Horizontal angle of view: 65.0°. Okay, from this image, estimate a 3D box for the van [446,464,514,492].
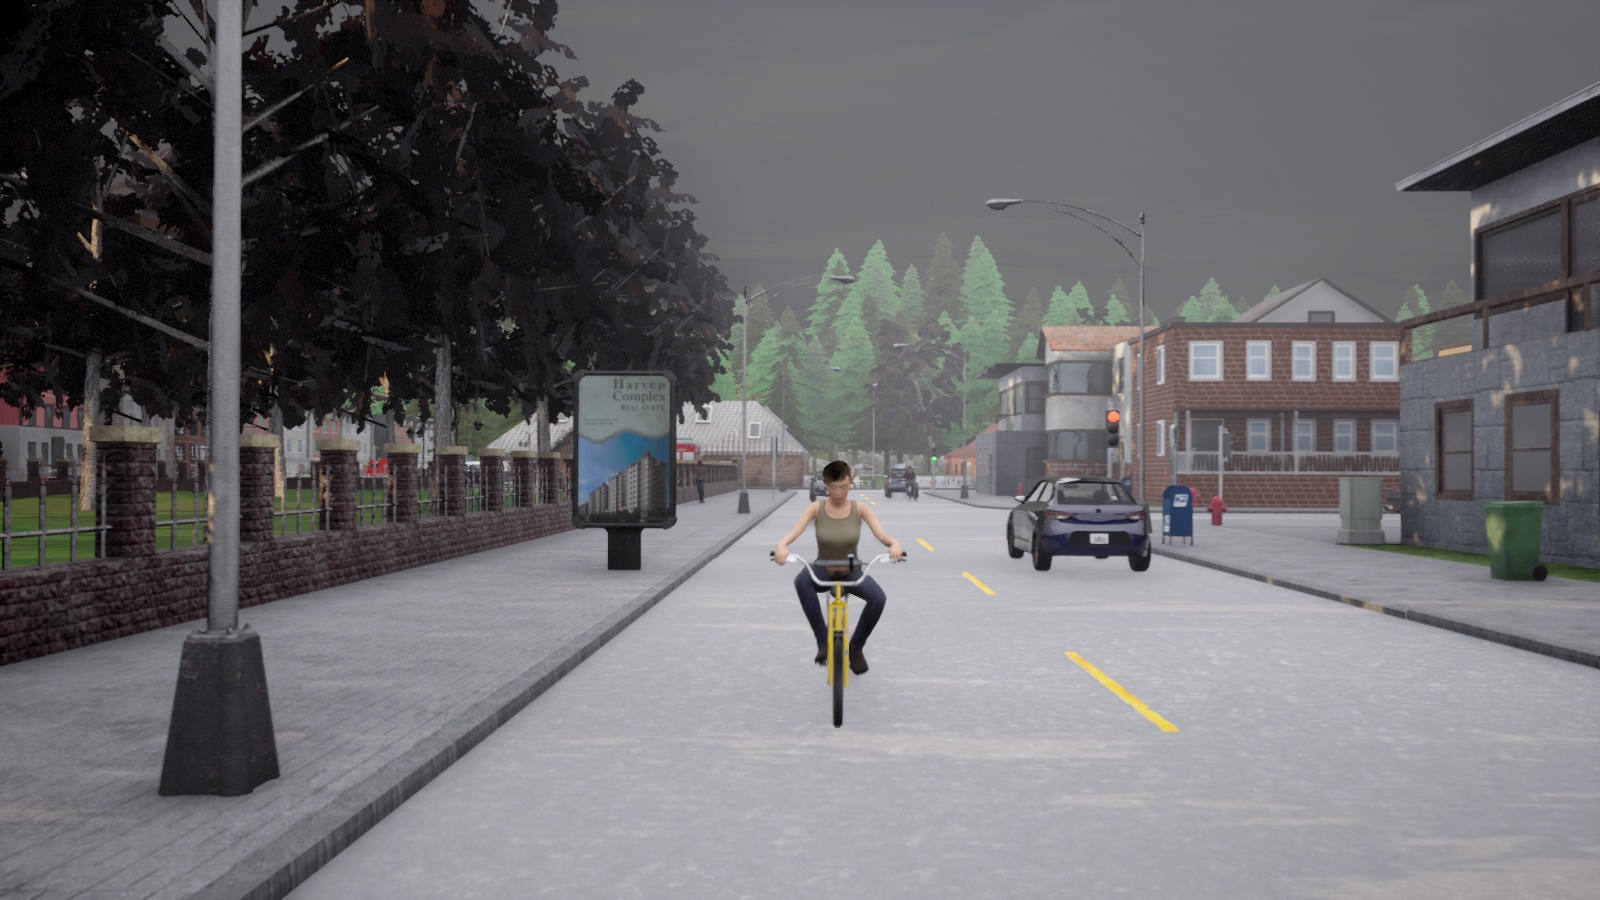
[{"bbox_3d":[-23.821,2.045,93.673,4.480,2.038,2.069,0,-1,2],"label":"van"}]

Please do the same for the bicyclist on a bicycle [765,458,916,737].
[{"bbox_3d":[0.248,0.868,8.036,0.866,1.612,1.509,0,-1,1],"label":"bicyclist on a bicycle"}]

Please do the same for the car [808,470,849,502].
[{"bbox_3d":[1.371,1.753,62.061,1.816,1.474,4.193,0,-1,-1],"label":"car"}]

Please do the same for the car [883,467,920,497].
[{"bbox_3d":[5.623,1.740,70.002,1.851,1.617,3.988,0,-1,1],"label":"car"}]

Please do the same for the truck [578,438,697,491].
[{"bbox_3d":[-12.006,1.100,93.397,8.468,3.827,2.891,0,-1,1],"label":"truck"}]

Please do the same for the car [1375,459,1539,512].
[{"bbox_3d":[22.733,1.232,43.599,4.553,1.767,2.097,0,-1,3],"label":"car"}]

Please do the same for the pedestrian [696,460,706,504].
[{"bbox_3d":[-4.082,1.314,51.622,0.328,1.805,0.869,0,-1,1],"label":"pedestrian"}]

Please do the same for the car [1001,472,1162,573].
[{"bbox_3d":[4.529,1.120,20.815,1.816,1.474,4.193,0,-1,2],"label":"car"}]
